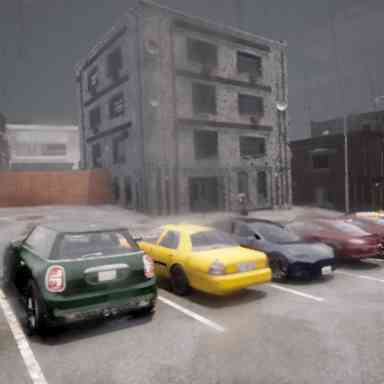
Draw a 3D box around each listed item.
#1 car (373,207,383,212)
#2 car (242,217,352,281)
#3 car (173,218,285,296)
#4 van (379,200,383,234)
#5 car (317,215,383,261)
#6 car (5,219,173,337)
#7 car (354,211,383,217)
[{"bbox_3d":[8.955,1.648,15.162,1.946,1.575,5.366,1,0,-35],"label":"car"},{"bbox_3d":[2.048,1.590,10.428,2.163,1.488,4.792,1,0,-36],"label":"car"},{"bbox_3d":[-0.350,1.527,8.982,1.946,1.575,5.366,1,0,-35],"label":"car"},{"bbox_3d":[13.224,1.484,18.578,1.878,1.987,4.442,1,0,-35],"label":"van"},{"bbox_3d":[4.303,1.630,12.069,2.002,1.452,4.674,1,0,-35],"label":"car"},{"bbox_3d":[-2.599,1.373,7.112,2.185,1.767,4.553,1,0,-35],"label":"car"},{"bbox_3d":[6.474,1.659,13.618,2.002,1.452,4.674,1,0,-35],"label":"car"}]
